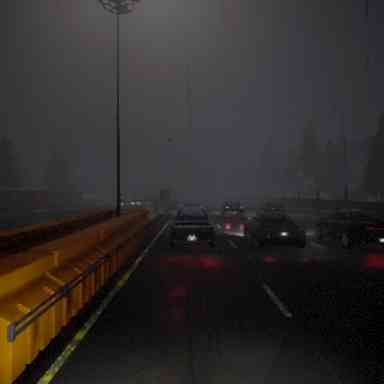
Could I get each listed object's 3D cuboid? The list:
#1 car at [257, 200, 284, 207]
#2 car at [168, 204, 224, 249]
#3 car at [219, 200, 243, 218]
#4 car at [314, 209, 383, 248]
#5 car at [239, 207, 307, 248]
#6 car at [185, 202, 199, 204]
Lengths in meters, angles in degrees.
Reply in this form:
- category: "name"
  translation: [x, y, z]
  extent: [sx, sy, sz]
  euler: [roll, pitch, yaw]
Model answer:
- category: "car"
  translation: [7.000, 1.516, 29.650]
  extent: [1.837, 1.490, 4.892]
  euler: [0, 0, 0]
- category: "car"
  translation: [0.000, 1.494, 14.650]
  extent: [2.128, 1.511, 4.902]
  euler: [0, 0, 0]
- category: "car"
  translation: [3.500, 1.495, 29.650]
  extent: [2.128, 1.511, 4.902]
  euler: [0, 0, 0]
- category: "car"
  translation: [7.000, 1.516, 14.650]
  extent: [1.837, 1.490, 4.892]
  euler: [0, 0, 0]
- category: "car"
  translation: [3.500, 1.572, 14.650]
  extent: [1.994, 1.385, 4.181]
  euler: [0, 0, 0]
- category: "car"
  translation: [0.000, 1.563, 29.650]
  extent: [2.033, 1.411, 5.357]
  euler: [0, 0, 0]
